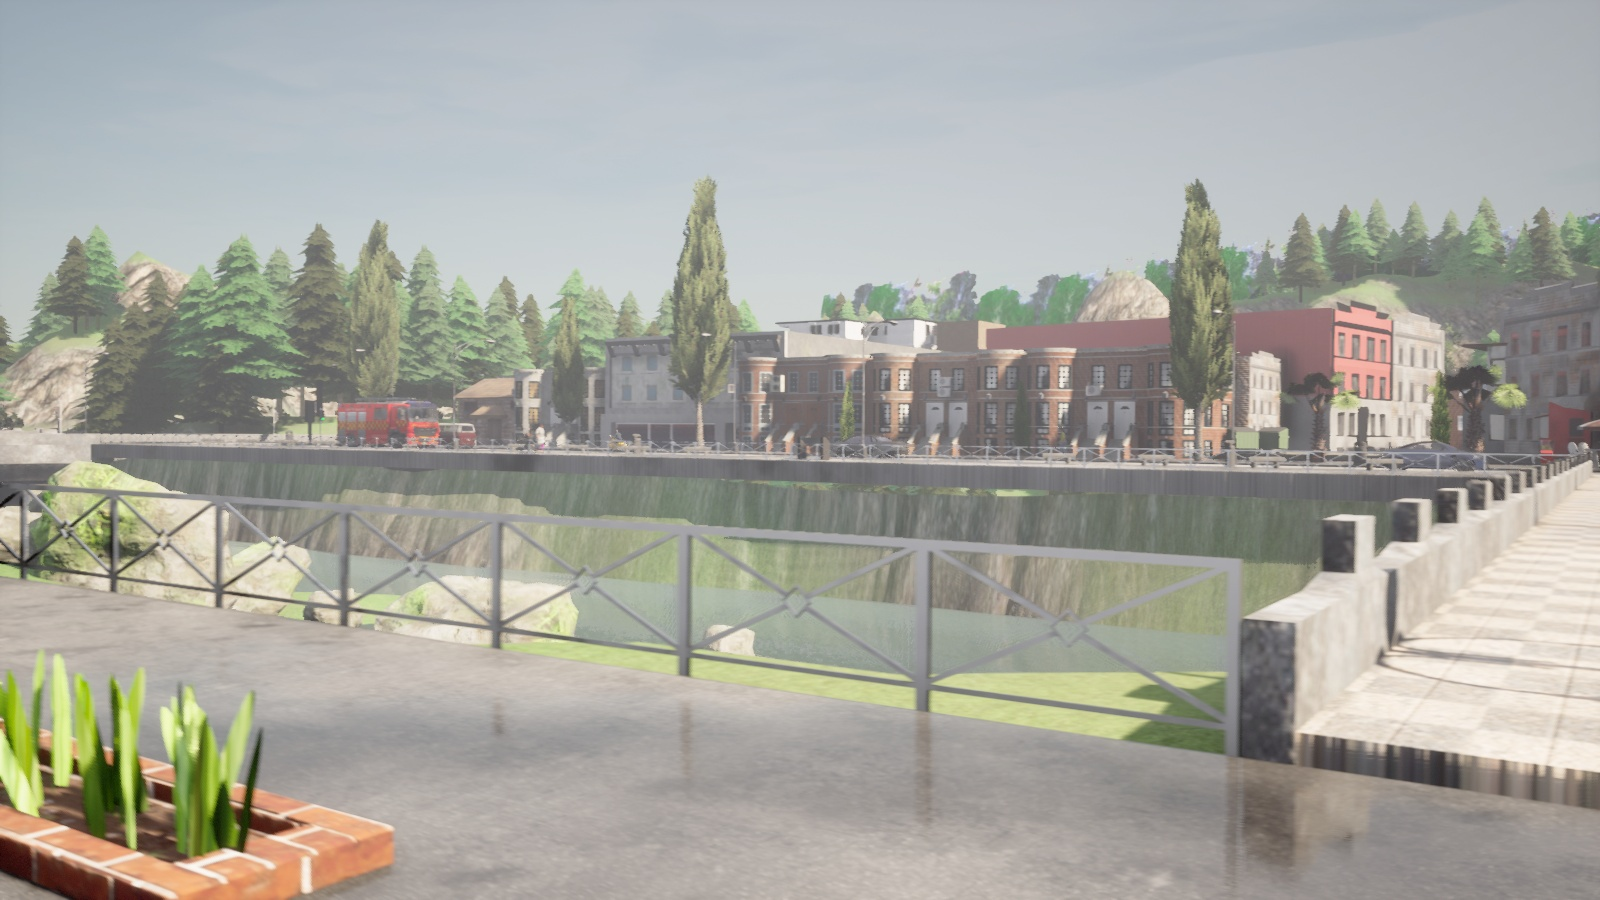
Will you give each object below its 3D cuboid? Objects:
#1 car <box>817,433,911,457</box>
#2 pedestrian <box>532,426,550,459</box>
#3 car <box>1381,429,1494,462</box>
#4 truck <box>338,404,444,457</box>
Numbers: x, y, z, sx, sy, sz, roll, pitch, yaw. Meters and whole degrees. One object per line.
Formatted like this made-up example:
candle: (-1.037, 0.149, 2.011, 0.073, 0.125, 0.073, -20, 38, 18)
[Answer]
car: (3.829, -0.289, 75.708, 5.357, 1.411, 2.033, 0, 1, 34)
pedestrian: (-15.682, -0.455, 76.117, 0.873, 1.952, 0.659, 0, 1, 39)
car: (27.884, -0.207, 54.936, 4.181, 1.385, 1.994, 0, 1, 34)
truck: (-30.578, -1.435, 93.731, 8.468, 3.827, 2.891, 0, 1, 33)
